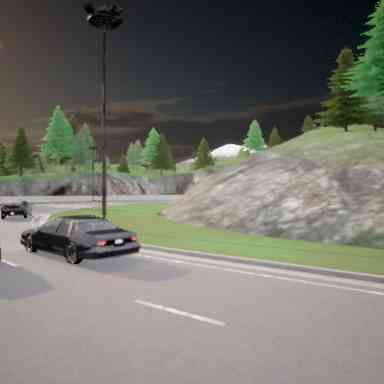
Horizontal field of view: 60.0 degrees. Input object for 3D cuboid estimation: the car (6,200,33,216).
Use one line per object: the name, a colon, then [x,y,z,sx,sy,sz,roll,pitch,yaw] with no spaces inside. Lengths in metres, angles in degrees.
car: [-15.034,1.452,28.801,1.837,1.490,4.892,-1,0,-18]

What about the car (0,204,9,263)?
car: [-7.758,1.329,10.479,4.553,1.767,2.097,0,0,44]

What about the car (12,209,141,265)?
car: [-4.084,1.529,11.660,5.357,1.411,2.033,0,0,41]
